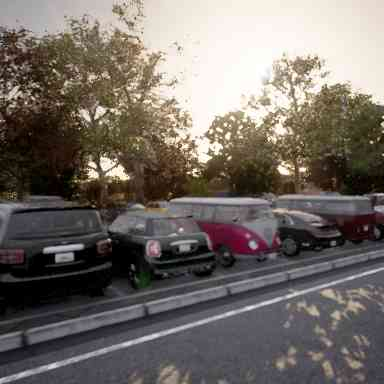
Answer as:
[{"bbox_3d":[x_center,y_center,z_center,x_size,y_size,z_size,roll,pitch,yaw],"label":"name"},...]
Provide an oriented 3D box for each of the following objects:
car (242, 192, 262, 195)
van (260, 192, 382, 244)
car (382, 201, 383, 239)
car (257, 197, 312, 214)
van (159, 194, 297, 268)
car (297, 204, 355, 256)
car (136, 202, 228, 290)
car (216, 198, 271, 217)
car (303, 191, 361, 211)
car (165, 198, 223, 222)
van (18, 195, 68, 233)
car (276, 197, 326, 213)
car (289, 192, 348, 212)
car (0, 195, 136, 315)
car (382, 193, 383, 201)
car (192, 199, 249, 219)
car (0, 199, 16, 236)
[{"bbox_3d":[6.818,1.029,31.354,2.435,2.045,5.566,-1,0,-36],"label":"car"},{"bbox_3d":[5.362,1.138,14.410,1.878,1.987,4.442,-1,0,-36],"label":"van"},{"bbox_3d":[7.715,1.341,15.942,2.097,1.535,5.008,-1,0,-36],"label":"car"},{"bbox_3d":[9.073,1.262,32.994,2.097,1.535,5.008,0,0,-36],"label":"car"},{"bbox_3d":[0.936,1.183,10.961,1.878,1.987,4.442,-1,0,-36],"label":"van"},{"bbox_3d":[3.155,1.388,12.682,2.231,1.521,4.892,-1,0,-36],"label":"car"},{"bbox_3d":[-1.395,1.306,9.401,2.185,1.767,4.553,-1,0,-36],"label":"car"},{"bbox_3d":[4.523,1.330,29.782,2.163,1.488,4.792,-1,0,-36],"label":"car"},{"bbox_3d":[15.780,0.965,37.762,2.435,2.045,5.566,0,0,-36],"label":"car"},{"bbox_3d":[0.012,1.345,26.514,2.097,1.535,5.008,-1,0,-36],"label":"car"},{"bbox_3d":[-9.126,1.208,20.133,1.878,1.987,4.442,-1,0,-35],"label":"van"},{"bbox_3d":[11.236,1.285,34.544,2.002,1.452,4.674,0,0,-36],"label":"car"},{"bbox_3d":[13.615,0.978,36.213,2.435,2.045,5.566,0,0,-36],"label":"car"},{"bbox_3d":[-3.710,1.206,7.822,2.435,2.045,5.566,-1,0,-35],"label":"car"},{"bbox_3d":[9.974,1.068,17.600,2.435,2.045,5.566,-1,0,-36],"label":"car"},{"bbox_3d":[2.292,1.352,28.115,2.163,1.488,4.792,-1,0,-36],"label":"car"},{"bbox_3d":[-11.303,1.334,18.399,2.185,1.767,4.553,-1,0,-36],"label":"car"}]
